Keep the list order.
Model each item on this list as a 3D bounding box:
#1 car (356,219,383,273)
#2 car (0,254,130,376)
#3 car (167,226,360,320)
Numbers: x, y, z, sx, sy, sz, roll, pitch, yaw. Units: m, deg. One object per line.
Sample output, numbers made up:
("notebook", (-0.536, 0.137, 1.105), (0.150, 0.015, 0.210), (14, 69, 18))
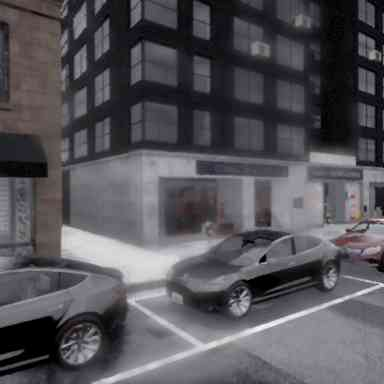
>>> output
("car", (5.922, 1.518, 10.407), (4.206, 1.307, 1.802), (0, 0, -35))
("car", (-2.894, 1.566, 4.125), (4.313, 1.339, 1.947), (0, 0, -35))
("car", (1.514, 1.534, 7.266), (4.313, 1.339, 1.947), (0, 0, -35))
